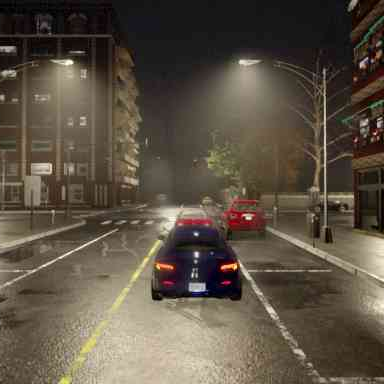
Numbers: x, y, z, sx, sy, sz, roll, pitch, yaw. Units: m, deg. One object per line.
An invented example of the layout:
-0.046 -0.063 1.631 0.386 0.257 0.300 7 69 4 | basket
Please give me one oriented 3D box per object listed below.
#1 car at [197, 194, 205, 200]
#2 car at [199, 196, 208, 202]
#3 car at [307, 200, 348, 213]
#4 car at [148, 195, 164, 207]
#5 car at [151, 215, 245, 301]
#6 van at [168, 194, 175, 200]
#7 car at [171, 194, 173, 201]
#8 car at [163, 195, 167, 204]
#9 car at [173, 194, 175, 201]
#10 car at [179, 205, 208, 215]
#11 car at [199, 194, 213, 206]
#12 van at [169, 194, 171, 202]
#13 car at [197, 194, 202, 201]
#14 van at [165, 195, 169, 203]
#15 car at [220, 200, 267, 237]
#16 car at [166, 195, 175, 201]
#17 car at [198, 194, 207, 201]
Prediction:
2.601 1.396 94.940 2.192 1.841 5.009 1 0 0 | car
2.615 1.626 78.327 1.947 1.339 4.313 1 0 0 | car
15.171 1.609 37.191 4.313 1.339 1.947 0 -1 0 | car
-5.734 1.614 50.633 1.802 1.307 4.206 1 0 0 | car
0.092 1.529 8.211 1.812 1.442 4.674 0 0 0 | car
-5.780 1.422 94.941 1.690 1.788 3.998 1 0 0 | van
-5.758 1.636 72.787 1.802 1.307 4.206 1 0 0 | car
-5.740 1.619 56.170 1.802 1.307 4.206 1 0 0 | car
-5.764 1.611 78.325 2.008 1.369 4.403 1 0 0 | car
0.080 1.609 17.954 1.895 1.301 4.718 0 0 0 | car
2.641 1.563 56.344 1.752 1.417 4.829 1 0 0 | car
-5.748 1.389 67.248 1.690 1.788 3.998 1 0 0 | van
2.622 1.605 72.788 2.008 1.369 4.403 1 0 0 | car
-5.742 1.383 61.709 1.690 1.788 3.998 1 0 0 | van
2.688 1.323 18.144 2.192 1.841 5.009 1 0 0 | car
-5.777 1.625 89.403 2.008 1.369 4.403 1 0 0 | car
2.613 1.382 83.865 2.192 1.841 5.009 1 0 0 | car
